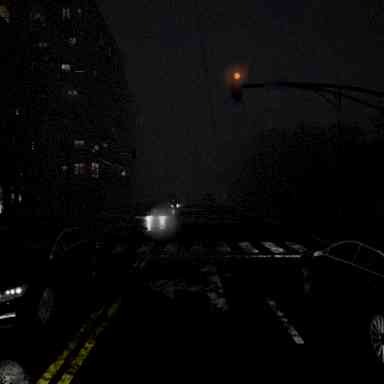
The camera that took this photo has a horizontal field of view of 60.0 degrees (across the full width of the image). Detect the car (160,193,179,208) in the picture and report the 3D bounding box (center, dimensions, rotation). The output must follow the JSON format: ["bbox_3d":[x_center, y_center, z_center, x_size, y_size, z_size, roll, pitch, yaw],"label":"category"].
[{"bbox_3d":[-3.422,1.233,49.169,2.150,2.045,5.566,0,0,0],"label":"car"}]

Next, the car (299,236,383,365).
[{"bbox_3d":[3.341,1.491,5.654,2.128,1.511,4.902,0,0,0],"label":"car"}]

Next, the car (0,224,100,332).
[{"bbox_3d":[-3.362,1.491,7.058,2.128,1.511,4.902,0,0,0],"label":"car"}]

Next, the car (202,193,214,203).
[{"bbox_3d":[3.240,1.244,67.433,2.150,2.045,5.566,0,0,0],"label":"car"}]

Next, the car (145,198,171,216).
[{"bbox_3d":[-3.405,1.571,32.695,1.994,1.385,4.181,0,0,0],"label":"car"}]
